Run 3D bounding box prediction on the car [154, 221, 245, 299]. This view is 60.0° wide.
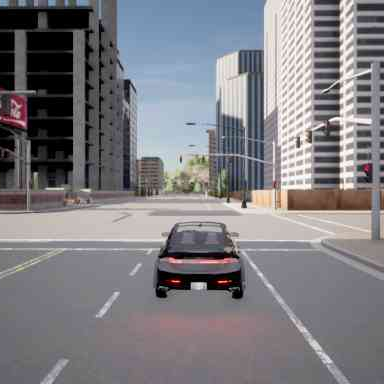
[{"bbox_3d":[0.205,1.492,8.460,2.128,1.511,4.902,0,0,2],"label":"car"}]
